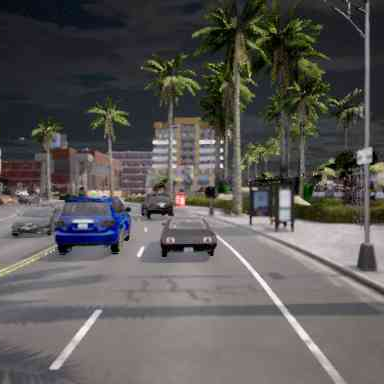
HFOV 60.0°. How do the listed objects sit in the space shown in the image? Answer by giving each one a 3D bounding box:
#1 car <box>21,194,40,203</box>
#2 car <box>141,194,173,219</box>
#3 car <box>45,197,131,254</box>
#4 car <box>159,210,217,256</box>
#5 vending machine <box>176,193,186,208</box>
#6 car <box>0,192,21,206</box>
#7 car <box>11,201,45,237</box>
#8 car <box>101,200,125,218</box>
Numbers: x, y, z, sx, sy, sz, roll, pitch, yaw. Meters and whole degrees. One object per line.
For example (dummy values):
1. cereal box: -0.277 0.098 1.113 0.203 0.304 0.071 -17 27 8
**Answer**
1. car: -27.163 1.445 55.565 4.892 1.490 1.837 0 -1 40
2. car: -3.112 1.191 28.983 2.150 2.045 5.566 0 0 -16
3. car: -3.794 1.206 13.597 2.150 2.045 5.566 0 0 -4
4. car: -0.252 1.587 13.020 1.895 1.301 4.718 0 0 -4
5. vending machine: -1.483 1.148 45.264 1.100 2.100 0.880 0 0 -27
6. car: -29.781 1.294 53.094 4.553 1.767 2.097 0 0 39
7. car: -8.115 1.485 18.047 1.837 1.490 4.892 0 0 -9
8. car: -7.367 1.493 30.754 1.812 1.442 4.674 0 0 -18
